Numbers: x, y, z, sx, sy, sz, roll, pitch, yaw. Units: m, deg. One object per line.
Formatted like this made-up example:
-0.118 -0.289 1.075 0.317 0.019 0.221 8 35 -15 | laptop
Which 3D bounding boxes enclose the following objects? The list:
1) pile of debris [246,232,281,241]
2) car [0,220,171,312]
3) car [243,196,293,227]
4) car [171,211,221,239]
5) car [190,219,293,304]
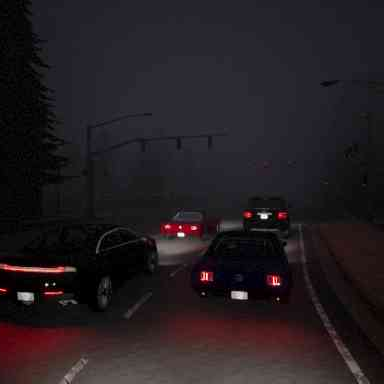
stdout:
3.540 2.175 16.358 1.500 0.140 1.860 0 0 17 | pile of debris
-2.239 1.492 7.809 2.128 1.511 4.902 0 0 11 | car
4.065 1.221 17.638 2.150 2.045 5.566 0 0 17 | car
0.165 1.601 16.822 1.895 1.301 4.718 0 0 17 | car
1.388 1.601 8.243 1.895 1.301 4.718 0 0 13 | car
